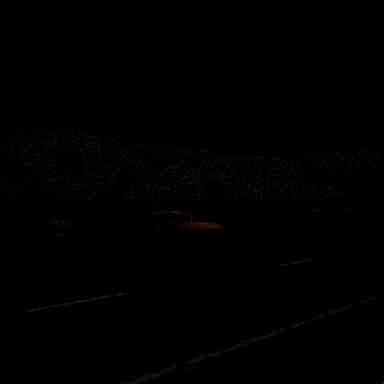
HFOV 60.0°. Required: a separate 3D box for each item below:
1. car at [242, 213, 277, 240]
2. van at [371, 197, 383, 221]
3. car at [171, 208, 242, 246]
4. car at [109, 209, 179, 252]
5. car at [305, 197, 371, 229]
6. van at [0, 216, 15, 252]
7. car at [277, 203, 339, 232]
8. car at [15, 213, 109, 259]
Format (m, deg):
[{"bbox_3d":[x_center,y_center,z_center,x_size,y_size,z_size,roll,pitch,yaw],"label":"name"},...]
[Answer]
[{"bbox_3d":[1.700,1.623,17.782,4.792,1.488,2.163,-1,-1,35],"label":"car"},{"bbox_3d":[11.496,1.400,24.664,4.442,1.987,1.878,-1,-1,35],"label":"van"},{"bbox_3d":[-0.600,1.569,15.966,5.366,1.575,1.946,-1,-1,35],"label":"car"},{"bbox_3d":[-3.215,1.582,14.347,4.792,1.488,2.163,-1,-1,35],"label":"car"},{"bbox_3d":[8.940,1.373,23.009,5.566,2.045,2.435,-1,-1,35],"label":"car"},{"bbox_3d":[-7.946,1.263,10.816,4.442,1.987,1.878,-1,-2,35],"label":"van"},{"bbox_3d":[6.538,1.657,21.257,4.674,1.452,2.002,-1,-1,35],"label":"car"},{"bbox_3d":[-5.618,1.561,12.597,4.674,1.452,2.002,-1,-1,35],"label":"car"}]
